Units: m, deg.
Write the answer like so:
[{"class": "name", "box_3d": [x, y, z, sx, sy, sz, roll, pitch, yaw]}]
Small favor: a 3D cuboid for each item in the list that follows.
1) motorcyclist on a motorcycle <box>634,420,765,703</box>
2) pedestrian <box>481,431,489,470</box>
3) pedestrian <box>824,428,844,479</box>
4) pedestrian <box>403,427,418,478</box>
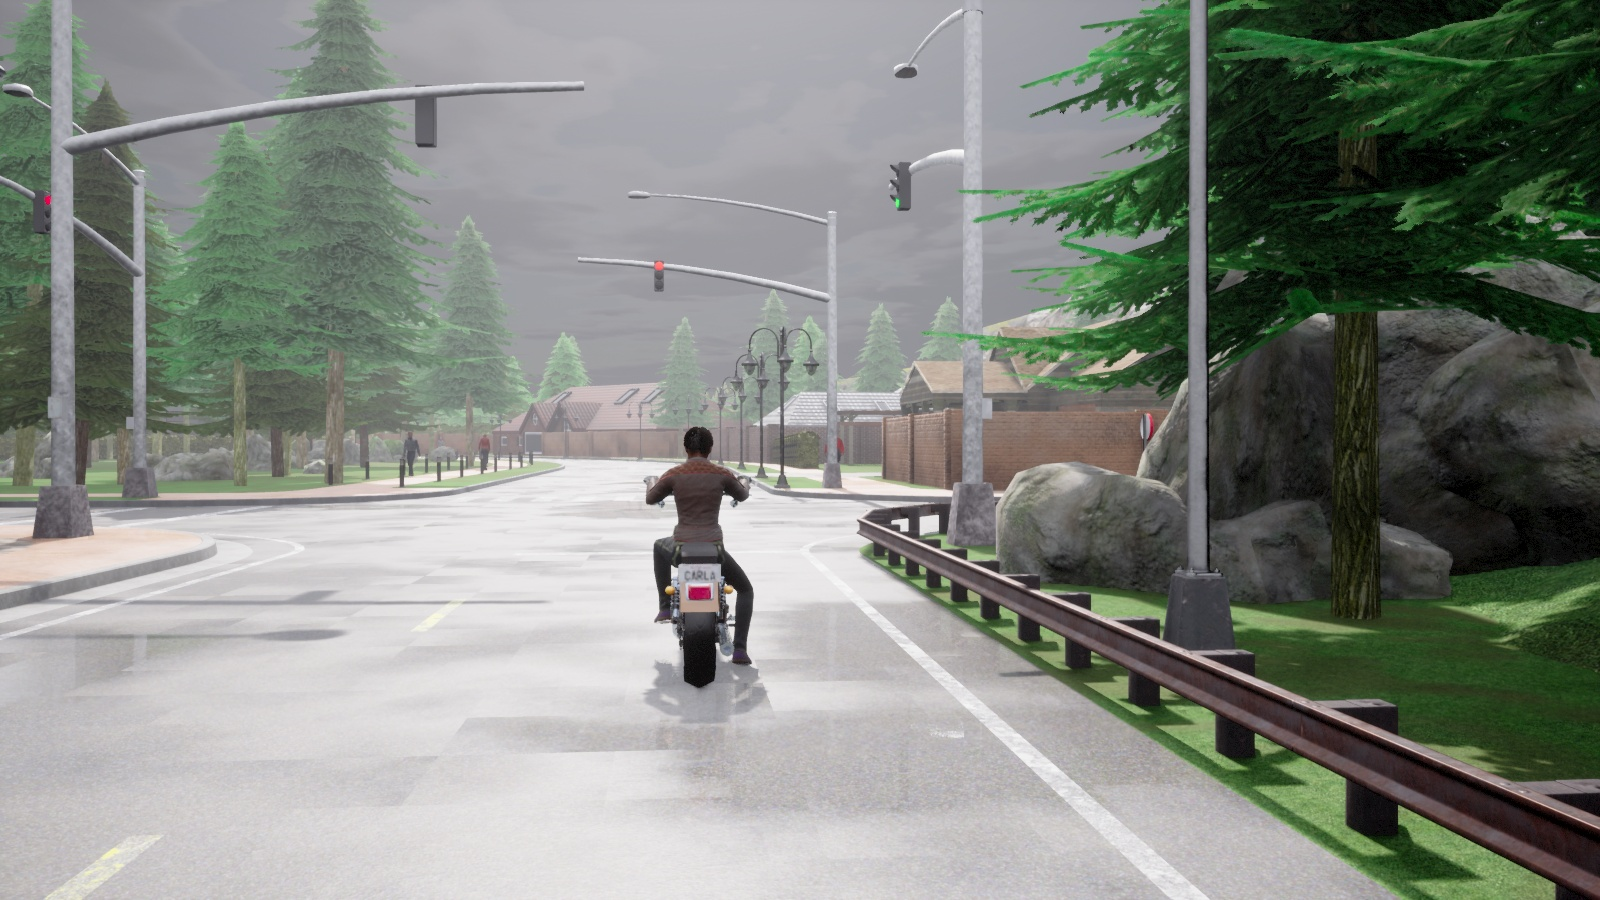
[{"class": "motorcyclist on a motorcycle", "box_3d": [-0.693, 0.648, 8.534, 0.766, 1.649, 2.350, 0, 0, -5]}, {"class": "pedestrian", "box_3d": [-15.209, 0.018, 60.629, 0.331, 1.846, 0.636, 0, 0, -9]}, {"class": "pedestrian", "box_3d": [1.260, 0.123, 46.002, 0.634, 1.844, 0.899, 0, 0, -5]}, {"class": "pedestrian", "box_3d": [-15.119, 0.085, 48.729, 0.423, 1.949, 0.788, 0, 0, -6]}]
